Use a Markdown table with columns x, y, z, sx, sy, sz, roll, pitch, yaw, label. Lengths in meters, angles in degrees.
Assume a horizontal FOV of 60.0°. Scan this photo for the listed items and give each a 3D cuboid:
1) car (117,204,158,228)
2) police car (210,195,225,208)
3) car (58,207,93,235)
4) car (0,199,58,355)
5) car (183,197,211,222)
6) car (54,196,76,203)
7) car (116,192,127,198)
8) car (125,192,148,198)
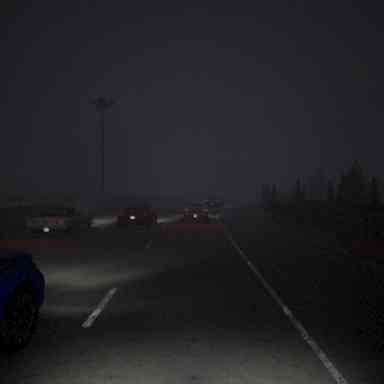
| x | y | z | sx | sy | sz | roll | pitch | yaw | label |
| --- | --- | --- | --- | --- | --- | --- | --- | --- | --- |
| -3.315 | 1.411 | 20.876 | 1.994 | 1.385 | 4.181 | 0 | 0 | 2 | car |
| 2.900 | 1.201 | 41.184 | 2.038 | 1.542 | 4.974 | 0 | 0 | 13 | police car |
| -6.875 | 1.469 | 17.965 | 1.895 | 1.301 | 4.718 | 0 | 0 | 1 | car |
| -3.399 | 1.200 | 2.876 | 2.150 | 2.045 | 5.566 | 0 | 0 | 0 | car |
| 0.337 | 1.346 | 24.495 | 1.812 | 1.442 | 4.674 | 0 | 1 | 3 | car |
| -15.543 | 1.235 | 39.701 | 1.812 | 1.442 | 4.674 | 0 | 0 | 12 | car |
| -12.248 | 0.827 | 62.476 | 1.882 | 1.535 | 5.008 | 0 | 0 | 23 | car |
| -8.337 | 1.137 | 53.172 | 1.812 | 1.442 | 4.674 | 0 | 0 | 19 | car |
